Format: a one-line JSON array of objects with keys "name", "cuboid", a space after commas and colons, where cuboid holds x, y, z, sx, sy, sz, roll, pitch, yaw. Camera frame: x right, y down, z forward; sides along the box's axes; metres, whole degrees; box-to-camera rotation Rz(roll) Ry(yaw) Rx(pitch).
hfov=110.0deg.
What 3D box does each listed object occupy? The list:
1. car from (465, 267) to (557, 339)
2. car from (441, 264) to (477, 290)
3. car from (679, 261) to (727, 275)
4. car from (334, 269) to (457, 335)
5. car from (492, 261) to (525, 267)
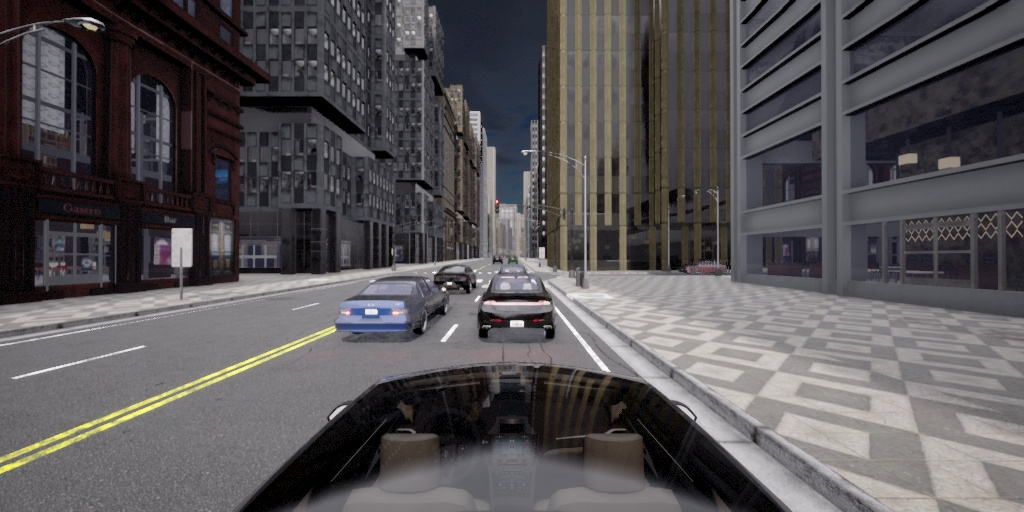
[{"name": "car", "cuboid": [0.119, 1.235, 10.082, 2.128, 1.511, 4.902, 0, 0, 0]}, {"name": "car", "cuboid": [-3.104, 1.205, 20.271, 1.882, 1.535, 5.008, 0, 0, 0]}, {"name": "car", "cuboid": [19.041, 1.169, 35.837, 4.181, 1.385, 1.994, 0, 0, 0]}, {"name": "car", "cuboid": [-3.130, 1.291, 10.502, 2.033, 1.411, 5.357, 0, 0, 0]}, {"name": "car", "cuboid": [0.042, 1.221, 19.512, 2.128, 1.511, 4.902, 0, 0, 0]}]
